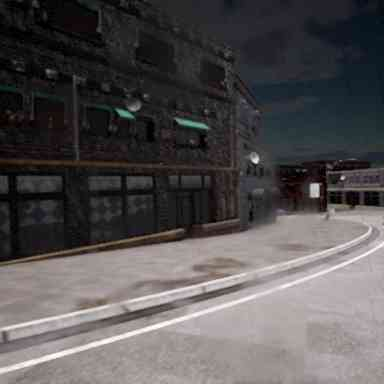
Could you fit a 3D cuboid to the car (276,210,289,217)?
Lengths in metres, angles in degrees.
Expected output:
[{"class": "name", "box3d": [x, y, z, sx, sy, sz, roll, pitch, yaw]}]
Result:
[{"class": "car", "box3d": [18.301, 4.390, 69.262, 1.882, 1.535, 5.008, -2, -4, -18]}]
